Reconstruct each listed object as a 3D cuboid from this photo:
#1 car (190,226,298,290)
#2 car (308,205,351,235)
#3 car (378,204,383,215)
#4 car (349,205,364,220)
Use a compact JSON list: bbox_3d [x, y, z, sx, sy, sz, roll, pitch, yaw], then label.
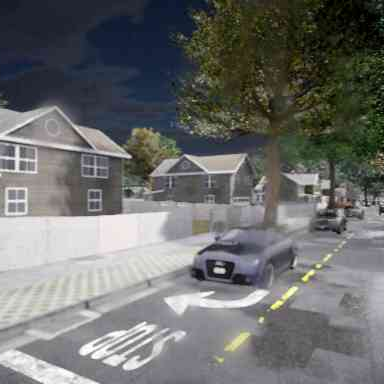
[{"bbox_3d":[1.680,1.723,9.665,1.994,1.385,4.181,-1,-1,31],"label":"car"},{"bbox_3d":[8.892,1.863,21.656,1.837,1.490,4.892,-1,-1,31],"label":"car"},{"bbox_3d":[26.513,2.322,45.267,1.837,1.490,4.892,-1,-2,31],"label":"car"},{"bbox_3d":[16.738,2.095,34.618,1.837,1.490,4.892,-1,-2,32],"label":"car"}]
